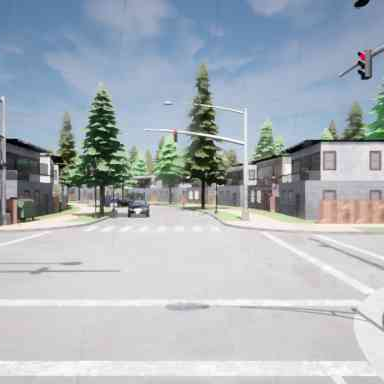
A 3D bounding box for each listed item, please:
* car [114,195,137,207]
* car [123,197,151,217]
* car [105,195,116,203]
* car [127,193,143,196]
[{"bbox_3d":[-9.849,1.566,49.292,1.895,1.301,4.718,0,0,-24],"label":"car"},{"bbox_3d":[-4.844,1.457,30.545,2.128,1.511,4.902,0,0,-7],"label":"car"},{"bbox_3d":[-16.518,1.318,66.760,2.097,1.767,4.553,0,0,-45],"label":"car"},{"bbox_3d":[-10.401,1.187,58.418,2.150,2.045,5.566,0,0,-36],"label":"car"}]
